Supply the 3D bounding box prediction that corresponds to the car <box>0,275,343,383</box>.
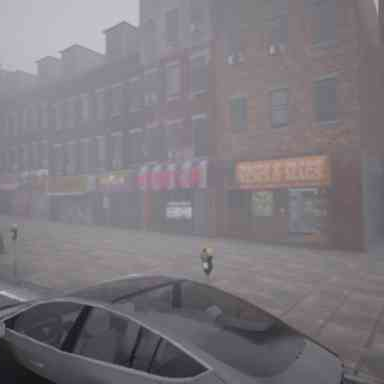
[{"bbox_3d":[-0.758,1.551,3.378,4.313,1.339,1.947,0,-2,36],"label":"car"}]
